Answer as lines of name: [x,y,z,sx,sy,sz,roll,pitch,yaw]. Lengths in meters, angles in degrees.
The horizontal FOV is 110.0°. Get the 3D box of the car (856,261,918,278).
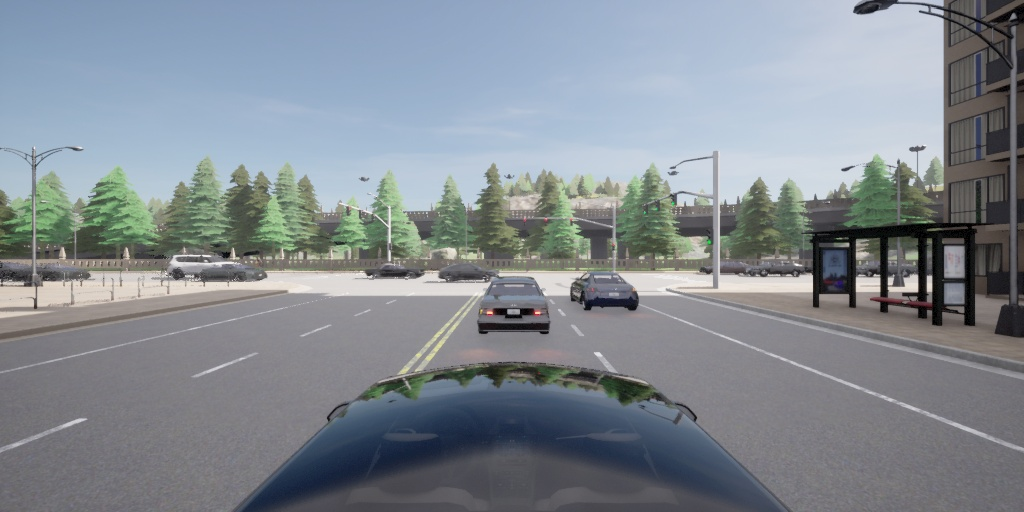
car: [33.866,1.186,33.006,4.902,1.511,2.128,0,0,6]

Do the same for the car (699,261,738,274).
car: [22.412,1.242,37.131,5.357,1.411,2.033,0,0,1]

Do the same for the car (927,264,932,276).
car: [42.034,1.220,34.859,4.674,1.442,1.812,0,0,19]

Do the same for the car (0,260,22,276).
car: [-52.836,1.186,35.462,4.902,1.511,2.128,0,0,-18]

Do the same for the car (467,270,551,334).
car: [0.060,1.297,10.545,2.033,1.411,5.357,0,0,1]

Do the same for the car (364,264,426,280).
car: [-9.820,1.297,30.397,4.718,1.301,1.895,0,0,1]

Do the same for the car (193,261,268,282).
car: [-20.909,1.258,27.006,4.181,1.385,1.994,0,0,1]

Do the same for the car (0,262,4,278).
car: [-42.394,1.259,30.251,4.181,1.385,1.994,0,0,-6]

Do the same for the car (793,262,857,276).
car: [31.991,1.295,36.729,4.718,1.301,1.895,0,0,4]

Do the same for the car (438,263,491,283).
car: [-3.176,1.255,26.802,4.674,1.442,1.812,0,0,1]

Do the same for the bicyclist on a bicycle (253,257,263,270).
bicyclist on a bicycle: [-29.460,0.995,41.648,0.582,1.620,1.656,0,0,1]

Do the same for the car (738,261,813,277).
car: [24.528,1.186,33.550,4.902,1.511,2.128,0,0,2]

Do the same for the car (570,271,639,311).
car: [3.580,1.314,14.556,1.994,1.385,4.181,0,0,0]

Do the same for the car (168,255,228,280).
car: [-25.989,0.918,30.603,5.566,2.045,2.150,0,0,1]

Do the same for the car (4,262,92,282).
car: [-34.689,1.258,27.098,4.181,1.385,1.994,0,0,-1]
